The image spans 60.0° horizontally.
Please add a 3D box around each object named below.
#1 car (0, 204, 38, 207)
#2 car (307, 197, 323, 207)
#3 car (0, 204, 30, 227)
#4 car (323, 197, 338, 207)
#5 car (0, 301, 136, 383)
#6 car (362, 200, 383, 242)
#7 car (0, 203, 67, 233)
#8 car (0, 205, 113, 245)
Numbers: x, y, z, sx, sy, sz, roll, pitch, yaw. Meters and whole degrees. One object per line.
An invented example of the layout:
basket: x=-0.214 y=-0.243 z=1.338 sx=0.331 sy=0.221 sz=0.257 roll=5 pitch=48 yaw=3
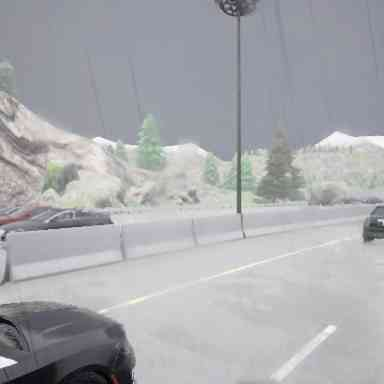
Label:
car: x=-8.198 y=1.474 z=17.329 sx=1.882 sy=1.535 sz=5.008 roll=0 pitch=0 yaw=42
car: x=19.336 y=1.464 z=49.677 sx=4.892 sy=1.490 sz=1.837 roll=0 pitch=0 yaw=-33
car: x=-13.310 y=1.560 z=22.081 sx=1.994 sy=1.385 sz=4.181 roll=0 pitch=0 yaw=42
car: x=21.222 y=1.207 z=46.729 sx=4.902 sy=1.511 sz=2.128 roll=0 pitch=0 yaw=-33
car: x=-2.560 y=1.504 z=2.160 sx=1.837 sy=1.490 sz=4.892 roll=0 pitch=0 yaw=39
car: x=9.621 y=1.338 z=15.243 sx=4.553 sy=1.767 sz=2.097 roll=0 pitch=0 yaw=-44
car: x=-10.409 y=1.487 z=20.089 sx=2.128 sy=1.511 sz=4.902 roll=0 pitch=0 yaw=43
car: x=-5.829 y=1.487 z=14.723 sx=2.128 sy=1.511 sz=4.902 roll=0 pitch=0 yaw=42
